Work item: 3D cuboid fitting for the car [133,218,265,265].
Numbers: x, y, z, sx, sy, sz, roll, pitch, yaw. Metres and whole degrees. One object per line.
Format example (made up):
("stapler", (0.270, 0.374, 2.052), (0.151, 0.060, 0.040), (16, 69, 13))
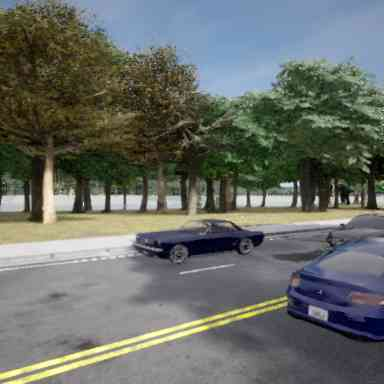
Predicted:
("car", (0.335, 1.647, 11.915), (4.718, 1.301, 1.895), (0, 0, -36))

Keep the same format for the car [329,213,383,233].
("car", (7.085, 1.592, 12.752), (4.892, 1.490, 1.837), (0, 0, -36))

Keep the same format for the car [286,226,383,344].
("car", (3.663, 1.567, 6.058), (4.674, 1.442, 1.812), (0, 0, -36))
